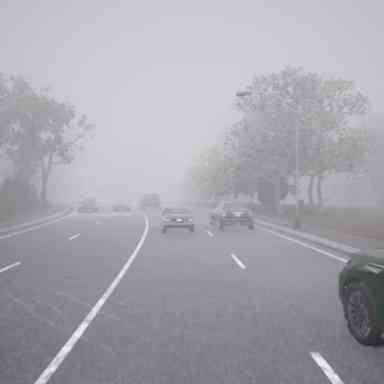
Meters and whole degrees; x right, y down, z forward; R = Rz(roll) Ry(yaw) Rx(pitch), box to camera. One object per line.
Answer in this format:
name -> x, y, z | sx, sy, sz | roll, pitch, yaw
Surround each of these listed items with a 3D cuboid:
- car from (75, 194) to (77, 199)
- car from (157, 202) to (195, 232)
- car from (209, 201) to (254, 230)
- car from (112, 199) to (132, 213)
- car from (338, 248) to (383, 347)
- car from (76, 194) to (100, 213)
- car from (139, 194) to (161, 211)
car -> -25.047, 1.118, 74.683 | 1.837, 1.490, 4.892 | 0, 0, -35
car -> -0.954, 1.553, 20.224 | 2.033, 1.411, 5.357 | 0, 0, -6
car -> 2.390, 1.356, 21.278 | 2.097, 1.767, 4.553 | 0, 0, -6
car -> -8.029, 1.535, 37.972 | 1.812, 1.442, 4.674 | 0, 0, -15
car -> 3.533, 1.218, 3.175 | 2.150, 2.045, 5.566 | 0, 0, -1
car -> -11.336, 1.358, 36.727 | 2.097, 1.767, 4.553 | 0, 0, -15
car -> -5.412, 1.234, 42.294 | 2.150, 2.045, 5.566 | 0, 0, -17
